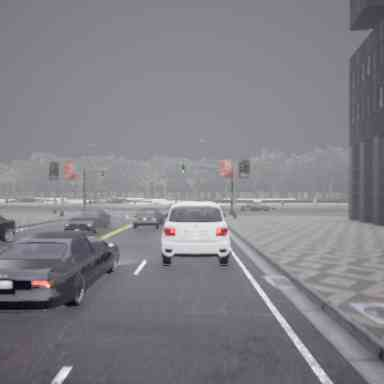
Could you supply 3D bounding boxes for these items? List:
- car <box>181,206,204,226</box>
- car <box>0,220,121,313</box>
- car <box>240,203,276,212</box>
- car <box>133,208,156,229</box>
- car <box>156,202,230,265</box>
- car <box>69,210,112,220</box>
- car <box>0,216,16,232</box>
[{"bbox_3d":[0.075,1.965,28.569,1.812,1.442,4.674,0,-1,0],"label":"car"},{"bbox_3d":[-3.165,1.653,8.125,2.033,1.411,5.357,0,-1,0],"label":"car"},{"bbox_3d":[8.982,2.161,45.185,5.008,1.535,1.882,0,1,9],"label":"car"},{"bbox_3d":[-3.175,1.926,24.869,2.033,1.411,5.357,0,-1,0],"label":"car"},{"bbox_3d":[0.103,1.392,12.417,2.150,2.045,5.566,0,-1,0],"label":"car"},{"bbox_3d":[-6.610,1.876,21.836,2.033,1.411,5.357,0,-1,0],"label":"car"},{"bbox_3d":[-9.858,1.690,14.821,1.882,1.535,5.008,0,-1,0],"label":"car"}]
